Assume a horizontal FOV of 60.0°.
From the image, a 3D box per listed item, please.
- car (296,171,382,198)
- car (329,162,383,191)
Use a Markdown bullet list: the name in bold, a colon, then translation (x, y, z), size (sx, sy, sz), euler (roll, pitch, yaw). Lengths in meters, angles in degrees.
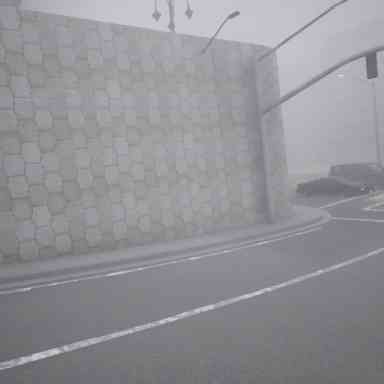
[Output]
- **car**: translation (10.052, -0.395, 23.709), size (2.033, 1.411, 5.357), euler (-10, 6, -34)
- **car**: translation (13.163, -1.246, 25.408), size (2.150, 2.045, 5.566), euler (-11, 6, -36)
